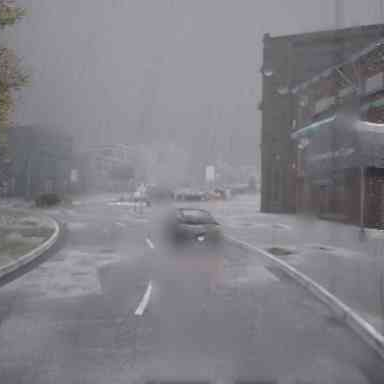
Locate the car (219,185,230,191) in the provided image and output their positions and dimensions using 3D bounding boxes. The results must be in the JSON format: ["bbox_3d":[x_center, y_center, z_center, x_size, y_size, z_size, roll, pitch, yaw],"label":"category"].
[{"bbox_3d":[8.299,-1.094,84.462,1.812,1.442,4.674,1,3,21],"label":"car"}]

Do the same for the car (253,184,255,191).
[{"bbox_3d":[12.129,-0.953,80.563,4.553,1.767,2.185,1,3,1],"label":"car"}]

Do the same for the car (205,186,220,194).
[{"bbox_3d":[4.679,-0.523,75.080,2.128,1.511,4.902,1,3,21],"label":"car"}]

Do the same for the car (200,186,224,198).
[{"bbox_3d":[2.120,0.332,55.014,5.366,1.575,1.946,1,3,1],"label":"car"}]

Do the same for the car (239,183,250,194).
[{"bbox_3d":[9.964,-0.567,74.887,4.892,1.521,2.231,1,3,1],"label":"car"}]

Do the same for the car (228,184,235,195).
[{"bbox_3d":[4.469,-0.173,60.672,5.566,2.045,2.435,1,3,1],"label":"car"}]

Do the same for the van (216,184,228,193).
[{"bbox_3d":[3.519,-0.017,57.841,4.442,1.987,1.878,1,3,1],"label":"van"}]

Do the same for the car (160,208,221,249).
[{"bbox_3d":[-0.177,1.428,14.283,2.128,1.511,4.902,3,0,-13],"label":"car"}]

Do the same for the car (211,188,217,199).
[{"bbox_3d":[1.212,0.506,52.174,4.674,1.452,2.002,1,3,1],"label":"car"}]

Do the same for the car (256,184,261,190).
[{"bbox_3d":[14.537,-1.087,86.245,5.366,1.575,1.946,1,3,1],"label":"car"}]

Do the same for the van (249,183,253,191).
[{"bbox_3d":[11.182,-0.922,77.717,4.442,1.987,1.878,1,3,1],"label":"van"}]

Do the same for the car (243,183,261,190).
[{"bbox_3d":[16.568,-1.467,91.922,4.553,1.767,2.185,1,3,1],"label":"car"}]

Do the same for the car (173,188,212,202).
[{"bbox_3d":[0.108,0.596,49.339,4.892,1.521,2.231,1,3,1],"label":"car"}]

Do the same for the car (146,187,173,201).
[{"bbox_3d":[-4.444,0.278,50.993,2.150,2.045,5.566,1,3,21],"label":"car"}]

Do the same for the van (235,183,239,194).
[{"bbox_3d":[6.569,-0.407,66.355,4.442,1.987,1.878,1,3,1],"label":"van"}]

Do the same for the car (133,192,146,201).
[{"bbox_3d":[-7.497,0.548,51.984,1.812,1.442,4.674,1,3,20],"label":"car"}]

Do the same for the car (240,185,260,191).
[{"bbox_3d":[15.476,-1.185,89.092,4.792,1.488,2.163,1,3,1],"label":"car"}]
